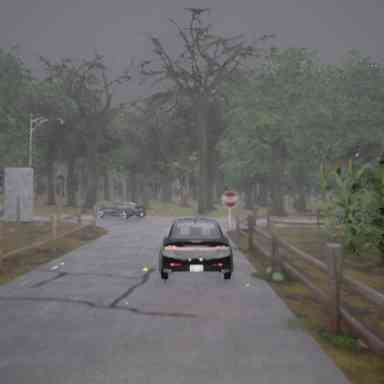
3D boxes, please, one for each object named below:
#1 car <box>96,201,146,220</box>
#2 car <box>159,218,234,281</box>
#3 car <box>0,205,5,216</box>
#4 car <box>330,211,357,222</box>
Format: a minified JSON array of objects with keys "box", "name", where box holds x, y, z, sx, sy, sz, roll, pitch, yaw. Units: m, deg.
[{"box":[-6.003,1.477,27.611,4.892,1.490,1.837,1,-3,33],"name":"car"},{"box":[0.103,1.521,9.965,2.128,1.511,4.902,0,0,0],"name":"car"},{"box":[-16.841,1.236,26.386,4.674,1.442,1.812,2,0,0],"name":"car"},{"box":[14.625,1.992,29.236,4.674,1.442,1.812,1,0,0],"name":"car"}]
